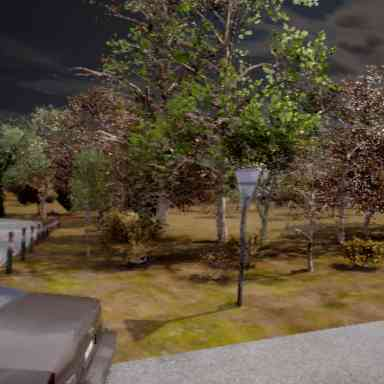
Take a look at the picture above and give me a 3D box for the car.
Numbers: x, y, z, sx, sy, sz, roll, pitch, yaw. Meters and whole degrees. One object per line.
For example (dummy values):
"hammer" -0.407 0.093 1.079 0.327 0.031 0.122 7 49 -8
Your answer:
"car" -3.414 1.359 2.775 5.357 1.411 2.033 2 1 -3
